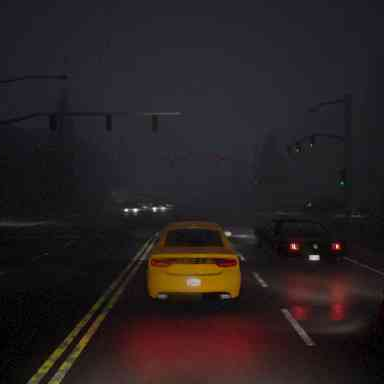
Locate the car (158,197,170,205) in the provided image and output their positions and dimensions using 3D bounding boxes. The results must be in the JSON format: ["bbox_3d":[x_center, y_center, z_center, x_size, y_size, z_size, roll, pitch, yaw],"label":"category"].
[{"bbox_3d":[-5.029,1.563,59.772,1.994,1.385,4.181,0,0,-1],"label":"car"}]

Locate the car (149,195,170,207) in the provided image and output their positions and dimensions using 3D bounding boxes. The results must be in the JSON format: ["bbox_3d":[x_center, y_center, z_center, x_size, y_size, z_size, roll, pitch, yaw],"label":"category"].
[{"bbox_3d":[-4.793,1.563,49.743,1.994,1.385,4.181,0,0,-2],"label":"car"}]

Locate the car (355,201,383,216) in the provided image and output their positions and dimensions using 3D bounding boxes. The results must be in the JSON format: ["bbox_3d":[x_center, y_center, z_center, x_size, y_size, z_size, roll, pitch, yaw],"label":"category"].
[{"bbox_3d":[18.773,1.547,32.194,5.357,1.411,2.033,0,0,-2],"label":"car"}]

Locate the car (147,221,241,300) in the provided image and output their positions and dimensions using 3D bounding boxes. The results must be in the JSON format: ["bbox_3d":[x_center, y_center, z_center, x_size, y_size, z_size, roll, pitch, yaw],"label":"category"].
[{"bbox_3d":[0.034,1.478,8.471,1.882,1.535,5.008,0,0,0],"label":"car"}]

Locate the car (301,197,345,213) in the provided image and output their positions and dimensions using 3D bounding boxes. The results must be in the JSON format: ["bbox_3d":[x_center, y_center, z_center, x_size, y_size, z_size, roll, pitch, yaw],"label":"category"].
[{"bbox_3d":[14.083,1.352,35.560,4.553,1.767,2.097,0,0,-2],"label":"car"}]

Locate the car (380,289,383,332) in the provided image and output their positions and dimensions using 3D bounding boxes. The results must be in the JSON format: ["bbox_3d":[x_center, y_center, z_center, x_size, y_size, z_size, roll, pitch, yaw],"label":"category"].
[{"bbox_3d":[3.597,1.478,2.706,1.882,1.535,5.008,0,0,0],"label":"car"}]

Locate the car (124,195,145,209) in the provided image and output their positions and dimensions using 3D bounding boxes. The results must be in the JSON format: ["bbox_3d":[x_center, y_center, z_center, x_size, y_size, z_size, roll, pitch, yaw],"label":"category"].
[{"bbox_3d":[-8.208,1.563,46.431,1.994,1.385,4.181,0,0,-1],"label":"car"}]

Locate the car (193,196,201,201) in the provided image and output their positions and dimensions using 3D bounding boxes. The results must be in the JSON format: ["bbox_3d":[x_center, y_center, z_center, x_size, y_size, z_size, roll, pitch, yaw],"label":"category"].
[{"bbox_3d":[1.306,1.594,88.208,1.895,1.301,4.718,0,0,-1],"label":"car"}]

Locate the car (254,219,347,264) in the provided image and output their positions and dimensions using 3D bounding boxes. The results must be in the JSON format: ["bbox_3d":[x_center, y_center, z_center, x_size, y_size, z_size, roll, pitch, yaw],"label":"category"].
[{"bbox_3d":[3.502,1.601,11.795,1.895,1.301,4.718,0,0,-1],"label":"car"}]

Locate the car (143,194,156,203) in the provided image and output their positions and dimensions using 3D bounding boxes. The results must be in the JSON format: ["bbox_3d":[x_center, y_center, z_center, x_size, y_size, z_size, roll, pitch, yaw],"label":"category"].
[{"bbox_3d":[-8.686,1.350,68.215,2.097,1.767,4.553,0,0,-1],"label":"car"}]

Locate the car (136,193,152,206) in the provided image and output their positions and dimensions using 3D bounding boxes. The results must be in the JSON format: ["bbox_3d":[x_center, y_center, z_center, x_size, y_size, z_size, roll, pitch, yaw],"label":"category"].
[{"bbox_3d":[-8.440,1.219,55.748,2.150,2.045,5.566,0,0,-1],"label":"car"}]
